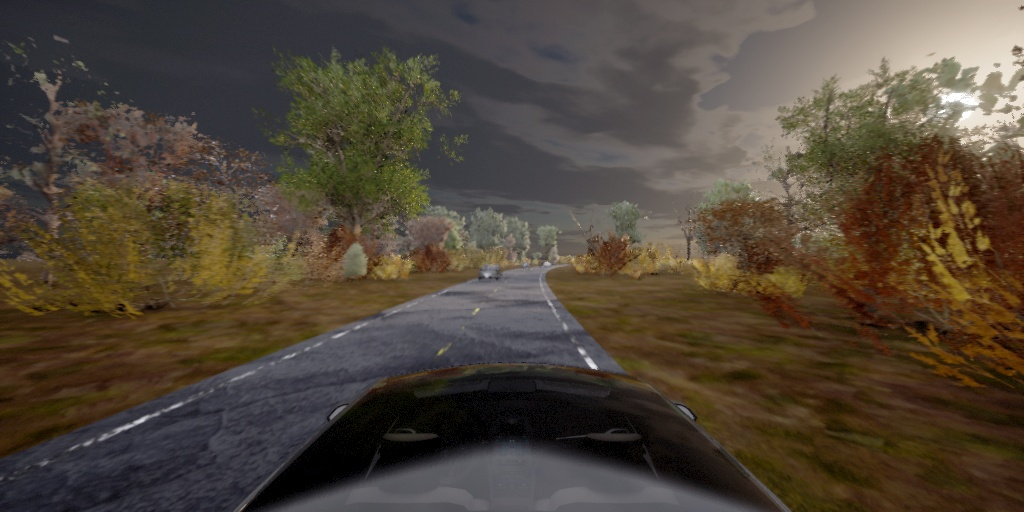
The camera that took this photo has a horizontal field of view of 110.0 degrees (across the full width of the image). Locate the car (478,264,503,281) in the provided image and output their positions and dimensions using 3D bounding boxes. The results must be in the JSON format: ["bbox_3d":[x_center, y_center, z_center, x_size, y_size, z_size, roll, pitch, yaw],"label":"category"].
[{"bbox_3d":[-1.959,1.519,33.307,2.128,1.511,4.902,0,-1,4],"label":"car"}]

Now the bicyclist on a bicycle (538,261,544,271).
[{"bbox_3d":[4.591,1.751,59.177,0.582,1.620,1.656,0,-1,8],"label":"bicyclist on a bicycle"}]
